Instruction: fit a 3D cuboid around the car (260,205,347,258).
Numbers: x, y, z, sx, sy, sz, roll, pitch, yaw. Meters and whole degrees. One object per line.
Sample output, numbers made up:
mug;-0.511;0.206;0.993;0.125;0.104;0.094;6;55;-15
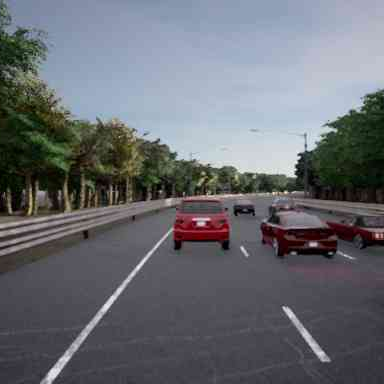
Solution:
car;3.882;1.490;12.874;1.882;1.535;5.008;0;0;2

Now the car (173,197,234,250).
car;0.435;1.232;14.625;2.150;2.045;5.566;0;0;2

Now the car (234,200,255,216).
car;5.090;1.510;32.976;1.882;1.535;5.008;0;0;5

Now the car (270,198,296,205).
car;8.455;1.384;31.168;2.097;1.767;4.553;0;0;5

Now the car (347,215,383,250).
car;7.428;1.617;14.263;1.895;1.301;4.718;0;0;2

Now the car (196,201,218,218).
car;1.492;1.592;31.891;1.994;1.385;4.181;0;0;5
